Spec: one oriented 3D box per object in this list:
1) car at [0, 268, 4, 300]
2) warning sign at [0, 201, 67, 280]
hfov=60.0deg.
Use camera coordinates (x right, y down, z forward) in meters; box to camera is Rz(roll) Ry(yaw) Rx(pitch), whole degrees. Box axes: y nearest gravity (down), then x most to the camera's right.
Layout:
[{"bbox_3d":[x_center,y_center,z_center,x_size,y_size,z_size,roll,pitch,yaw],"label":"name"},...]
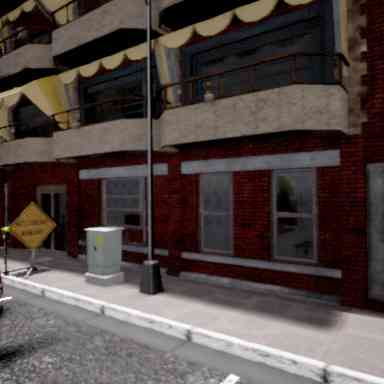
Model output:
[{"bbox_3d":[-5.471,1.658,6.843,4.206,1.307,1.802,-1,0,36],"label":"car"},{"bbox_3d":[-4.217,1.193,8.803,1.060,1.860,1.300,-1,0,36],"label":"warning sign"}]
